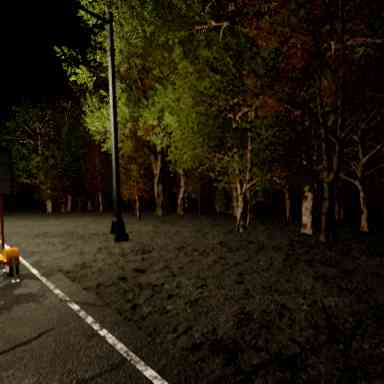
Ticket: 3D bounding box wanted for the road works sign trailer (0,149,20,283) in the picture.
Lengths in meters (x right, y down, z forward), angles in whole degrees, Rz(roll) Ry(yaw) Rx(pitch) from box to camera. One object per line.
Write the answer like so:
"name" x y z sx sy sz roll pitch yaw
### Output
"road works sign trailer" -6.183 0.551 8.979 2.380 3.560 2.880 -3 2 -36
